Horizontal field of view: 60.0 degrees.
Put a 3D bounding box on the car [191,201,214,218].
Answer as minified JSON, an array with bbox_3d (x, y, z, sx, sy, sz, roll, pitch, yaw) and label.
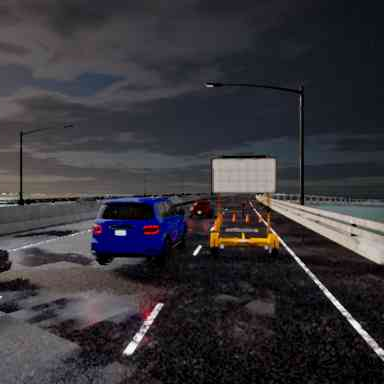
[{"bbox_3d":[0.956,1.509,29.906,1.812,1.442,4.674,0,0,8],"label":"car"}]

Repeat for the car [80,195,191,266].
[{"bbox_3d":[-1.586,1.215,11.794,2.150,2.045,5.566,0,0,8],"label":"car"}]

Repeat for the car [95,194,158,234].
[{"bbox_3d":[-3.872,1.210,20.789,2.150,2.045,5.566,0,0,8],"label":"car"}]

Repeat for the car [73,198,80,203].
[{"bbox_3d":[-17.035,1.511,53.186,2.033,1.411,5.357,0,0,9],"label":"car"}]

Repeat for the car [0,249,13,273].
[{"bbox_3d":[-5.878,1.541,6.233,2.033,1.411,5.357,0,0,8],"label":"car"}]

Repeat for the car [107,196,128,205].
[{"bbox_3d":[-12.848,1.466,57.346,1.837,1.490,4.892,0,0,9],"label":"car"}]

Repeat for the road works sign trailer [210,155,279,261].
[{"bbox_3d":[1.922,0.458,12.409,2.380,3.560,2.880,0,0,8],"label":"road works sign trailer"}]
